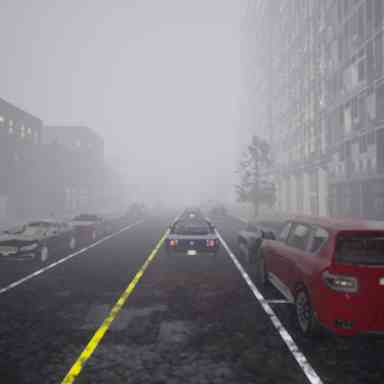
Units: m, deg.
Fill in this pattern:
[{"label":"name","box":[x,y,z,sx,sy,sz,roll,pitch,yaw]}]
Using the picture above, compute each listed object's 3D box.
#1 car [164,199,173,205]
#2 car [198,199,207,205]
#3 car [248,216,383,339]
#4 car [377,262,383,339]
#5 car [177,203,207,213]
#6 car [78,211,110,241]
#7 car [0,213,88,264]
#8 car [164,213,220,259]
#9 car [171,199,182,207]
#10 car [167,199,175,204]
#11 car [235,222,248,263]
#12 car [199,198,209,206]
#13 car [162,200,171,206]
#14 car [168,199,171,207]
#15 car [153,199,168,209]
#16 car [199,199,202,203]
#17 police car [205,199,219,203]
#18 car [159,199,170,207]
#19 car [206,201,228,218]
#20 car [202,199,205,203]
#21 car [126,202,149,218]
[{"label":"car","box":[-5.681,2.436,80.058,1.887,1.381,4.507,1,-1,0]},{"label":"car","box":[2.666,2.520,85.648,1.947,1.339,4.313,1,-1,0]},{"label":"car","box":[2.705,1.389,6.638,2.192,1.841,5.009,1,-1,0]},{"label":"car","box":[2.703,1.453,0.993,1.967,1.590,4.097,1,-1,0]},{"label":"car","box":[0.016,1.880,28.514,1.994,1.385,4.181,0,-1,0]},{"label":"car","box":[-5.679,1.744,17.978,1.887,1.381,4.507,1,-1,0]},{"label":"car","box":[-5.679,1.688,12.335,2.008,1.369,4.403,1,-1,0]},{"label":"car","box":[0.013,1.748,13.265,1.895,1.301,4.718,0,-1,0]},{"label":"car","box":[-3.028,2.069,64.643,2.097,1.767,4.553,0,-1,1]},{"label":"car","box":[-5.682,2.584,91.346,1.947,1.339,4.313,1,-1,0]},{"label":"car","box":[2.701,1.702,12.279,1.947,1.339,4.313,1,-1,0]},{"label":"car","box":[2.668,2.266,74.361,1.967,1.590,4.097,1,-1,0]},{"label":"car","box":[-5.681,2.409,74.414,1.802,1.307,4.206,1,-1,0]},{"label":"car","box":[-5.679,2.140,63.129,1.967,1.590,4.097,1,-1,0]},{"label":"car","box":[-5.680,2.203,57.484,1.947,1.339,4.313,1,-1,0]},{"label":"car","box":[2.666,2.265,63.072,1.947,1.339,4.313,1,-1,0]},{"label":"police car","box":[3.133,1.925,45.224,1.930,1.638,5.238,0,-1,0]},{"label":"car","box":[-5.680,2.287,68.602,1.752,1.417,4.829,1,-1,0]},{"label":"car","box":[2.701,1.952,34.854,1.947,1.339,4.313,1,-1,0]},{"label":"car","box":[3.111,1.929,52.086,2.097,1.767,4.553,0,-1,0]},{"label":"car","box":[-5.678,1.827,34.911,1.967,1.590,4.097,1,-1,0]}]
